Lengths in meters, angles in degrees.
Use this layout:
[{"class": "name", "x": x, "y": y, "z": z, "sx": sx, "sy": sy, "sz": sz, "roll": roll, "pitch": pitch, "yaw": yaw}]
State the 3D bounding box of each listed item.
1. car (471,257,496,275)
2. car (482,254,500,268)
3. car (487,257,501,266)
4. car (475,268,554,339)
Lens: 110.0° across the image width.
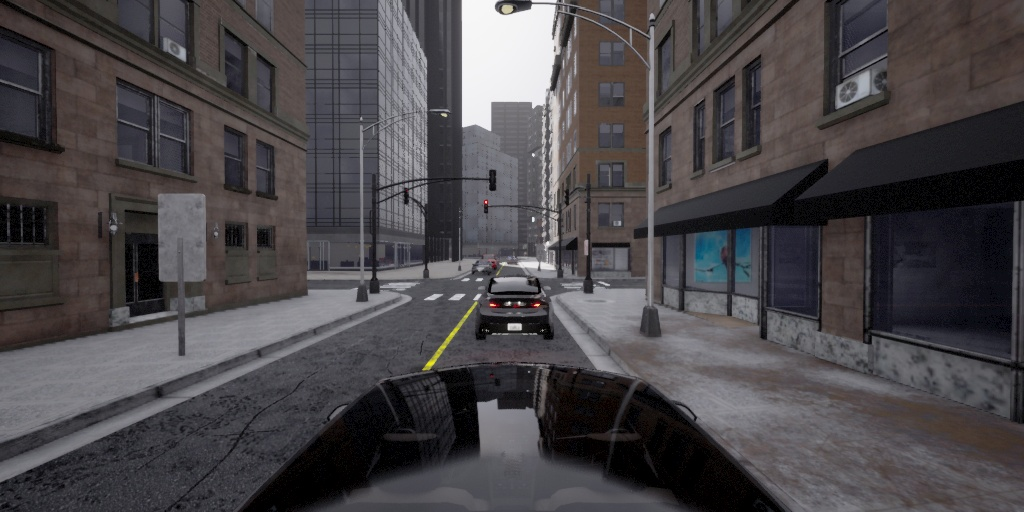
[{"class": "car", "x": -3.143, "y": 1.163, "z": 37.989, "sx": 2.128, "sy": 1.511, "sz": 4.902, "roll": 0, "pitch": 0, "yaw": 0}, {"class": "car", "x": -3.162, "y": 0.810, "z": 48.294, "sx": 2.150, "sy": 2.045, "sz": 5.566, "roll": 0, "pitch": 1, "yaw": 0}, {"class": "car", "x": -3.149, "y": 0.919, "z": 62.457, "sx": 2.128, "sy": 1.511, "sz": 4.902, "roll": 0, "pitch": 1, "yaw": 0}, {"class": "car", "x": 0.068, "y": 1.252, "z": 10.001, "sx": 1.837, "sy": 1.490, "sz": 4.892, "roll": 0, "pitch": 0, "yaw": 0}]
